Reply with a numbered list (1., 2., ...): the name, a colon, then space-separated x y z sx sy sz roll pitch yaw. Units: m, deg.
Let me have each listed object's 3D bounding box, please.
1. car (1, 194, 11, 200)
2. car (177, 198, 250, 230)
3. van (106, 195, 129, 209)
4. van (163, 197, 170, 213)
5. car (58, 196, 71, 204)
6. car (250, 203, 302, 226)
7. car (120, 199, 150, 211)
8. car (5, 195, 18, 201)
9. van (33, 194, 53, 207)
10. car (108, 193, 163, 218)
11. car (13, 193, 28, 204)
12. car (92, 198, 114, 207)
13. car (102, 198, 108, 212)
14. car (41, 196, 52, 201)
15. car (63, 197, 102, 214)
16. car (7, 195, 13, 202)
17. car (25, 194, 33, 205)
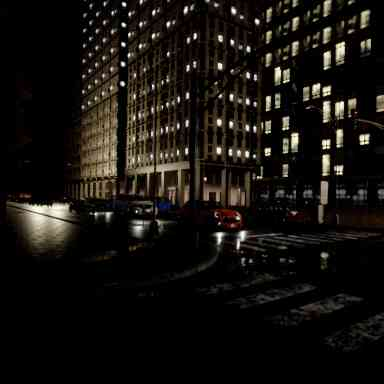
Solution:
1. car: -46.718 1.365 83.447 1.752 1.417 4.829 1 -1 -35
2. car: 1.021 1.302 20.516 2.097 1.767 4.553 1 -1 -34
3. van: -10.581 1.368 46.951 1.690 1.788 3.998 1 -1 -35
4. van: -4.050 1.381 37.733 1.690 1.788 3.998 1 -1 -35
5. car: -22.231 1.463 58.897 1.837 1.490 4.892 1 -1 -35
6. car: 5.746 1.504 23.905 1.967 1.590 4.097 1 -1 -35
7. car: -7.320 1.584 42.339 2.008 1.369 4.403 1 -1 -35
8. car: -40.282 1.377 74.366 2.008 1.369 4.403 1 -1 -35
9. van: -20.684 1.197 46.715 1.690 1.788 3.998 1 -1 -35
10. car: -5.110 1.157 29.221 2.150 2.045 5.566 1 -1 -35
11. car: -30.481 1.155 60.542 2.192 1.841 5.009 1 -1 -35
12. car: -13.852 1.586 51.557 1.947 1.339 4.313 1 -1 -35
13. car: -10.889 1.426 37.378 1.837 1.490 4.892 1 0 -35
14. car: -36.712 1.570 83.818 1.802 1.307 4.206 1 -1 -35
15. car: -10.891 1.427 32.886 2.008 1.369 4.403 1 -1 -35
16. car: -37.017 1.396 69.757 1.947 1.339 4.313 1 -1 -35
17. car: -23.954 1.432 51.321 1.802 1.307 4.206 1 -1 -35
